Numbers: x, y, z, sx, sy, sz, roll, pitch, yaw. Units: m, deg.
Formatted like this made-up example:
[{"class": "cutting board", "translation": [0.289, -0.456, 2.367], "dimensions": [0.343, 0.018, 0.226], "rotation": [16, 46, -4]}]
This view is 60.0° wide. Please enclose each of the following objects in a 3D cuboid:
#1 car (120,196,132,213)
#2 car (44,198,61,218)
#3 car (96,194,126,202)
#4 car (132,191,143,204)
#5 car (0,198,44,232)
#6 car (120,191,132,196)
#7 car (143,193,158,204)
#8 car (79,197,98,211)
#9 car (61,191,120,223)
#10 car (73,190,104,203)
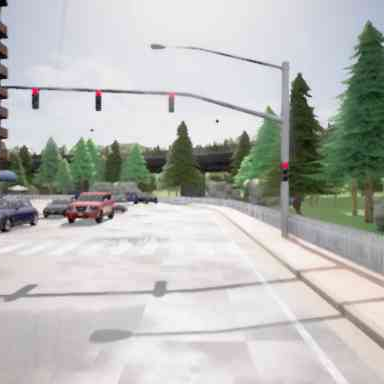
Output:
[{"class": "car", "translation": [-7.493, 1.345, 33.582], "dimensions": [1.895, 1.301, 4.718], "rotation": [0, 0, -6]}, {"class": "car", "translation": [-10.687, 1.281, 27.711], "dimensions": [1.837, 1.490, 4.892], "rotation": [0, 0, -1]}, {"class": "car", "translation": [-14.614, 1.093, 59.931], "dimensions": [5.357, 1.411, 2.033], "rotation": [0, 0, 32]}, {"class": "car", "translation": [-10.212, 0.840, 50.947], "dimensions": [2.150, 2.045, 5.566], "rotation": [0, 1, -38]}, {"class": "car", "translation": [-10.575, 1.190, 18.742], "dimensions": [2.097, 1.767, 4.553], "rotation": [0, 0, 1]}, {"class": "car", "translation": [-9.956, 0.890, 43.662], "dimensions": [2.150, 2.045, 5.566], "rotation": [0, 0, -25]}, {"class": "car", "translation": [-7.338, 0.964, 52.942], "dimensions": [2.097, 1.767, 4.553], "rotation": [0, 1, -38]}, {"class": "car", "translation": [-11.693, 1.270, 37.627], "dimensions": [1.994, 1.385, 4.181], "rotation": [0, 0, -16]}, {"class": "car", "translation": [-7.062, 1.034, 23.822], "dimensions": [2.150, 2.045, 5.566], "rotation": [0, 0, 0]}, {"class": "car", "translation": [-18.049, 0.771, 58.035], "dimensions": [5.566, 2.045, 2.150], "rotation": [0, 0, 32]}]
